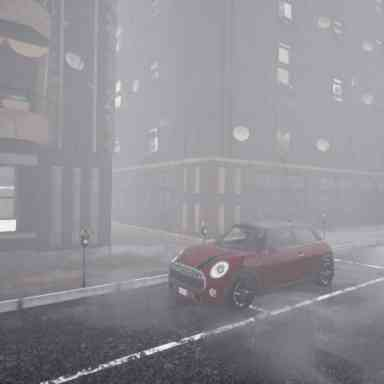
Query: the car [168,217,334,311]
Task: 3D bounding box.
[{"bbox_3d":[1.446,1.442,7.734,4.097,1.590,1.967,0,1,-35],"label":"car"}]
